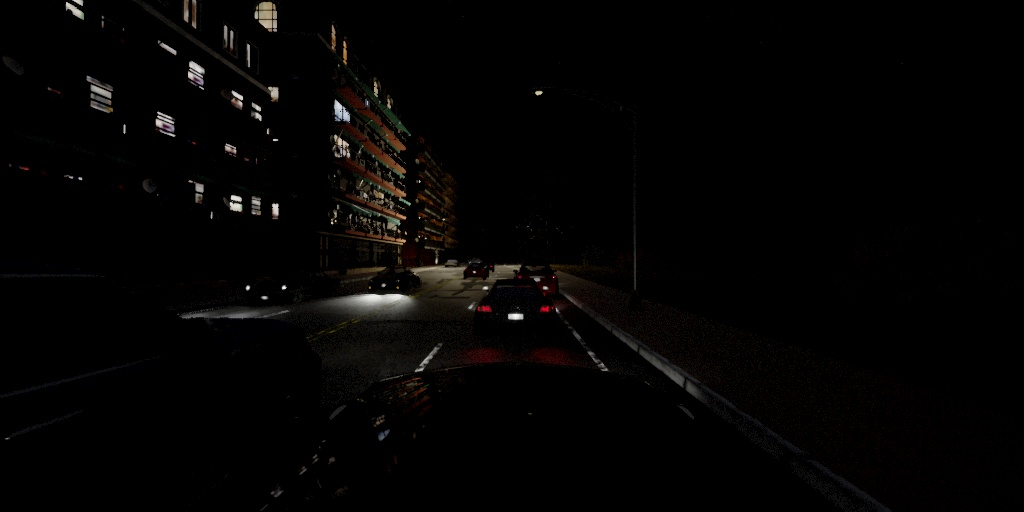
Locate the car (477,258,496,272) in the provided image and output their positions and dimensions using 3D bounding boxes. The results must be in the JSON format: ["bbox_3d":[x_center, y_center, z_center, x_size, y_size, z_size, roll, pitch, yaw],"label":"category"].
[{"bbox_3d":[-3.116,1.299,45.376,2.033,1.411,5.357,0,0,-1],"label":"car"}]

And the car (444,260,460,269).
[{"bbox_3d":[-9.802,1.298,58.944,2.033,1.411,5.357,0,0,0],"label":"car"}]

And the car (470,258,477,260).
[{"bbox_3d":[-6.529,1.102,62.887,2.097,1.767,4.553,0,0,0],"label":"car"}]

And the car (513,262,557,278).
[{"bbox_3d":[1.146,1.103,18.548,2.097,1.767,4.553,0,0,0],"label":"car"}]

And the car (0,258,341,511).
[{"bbox_3d":[-3.152,0.970,1.541,2.150,2.045,5.566,0,0,0],"label":"car"}]

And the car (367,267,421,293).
[{"bbox_3d":[-6.591,1.316,20.410,1.994,1.385,4.181,0,0,0],"label":"car"}]

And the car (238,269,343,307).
[{"bbox_3d":[-9.843,1.353,16.486,1.895,1.301,4.718,0,0,0],"label":"car"}]

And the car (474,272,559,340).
[{"bbox_3d":[0.099,1.315,9.967,1.994,1.385,4.181,0,0,0],"label":"car"}]

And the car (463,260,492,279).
[{"bbox_3d":[-3.134,1.316,31.932,1.994,1.385,4.181,0,0,0],"label":"car"}]
